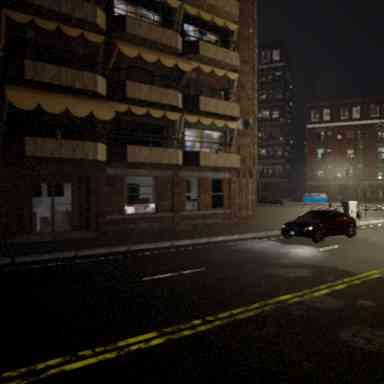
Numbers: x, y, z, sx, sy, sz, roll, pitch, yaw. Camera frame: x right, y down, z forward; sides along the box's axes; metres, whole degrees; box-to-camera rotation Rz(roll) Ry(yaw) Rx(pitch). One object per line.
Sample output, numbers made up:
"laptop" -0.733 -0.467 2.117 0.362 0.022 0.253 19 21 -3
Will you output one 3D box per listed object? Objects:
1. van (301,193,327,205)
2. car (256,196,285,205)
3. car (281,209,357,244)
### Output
"van" 19.808 1.115 53.823 3.998 1.788 1.690 1 0 22
"car" 11.364 1.295 48.173 4.206 1.307 1.802 1 -1 22
"car" 6.410 1.596 16.467 4.674 1.442 1.812 0 0 -37
